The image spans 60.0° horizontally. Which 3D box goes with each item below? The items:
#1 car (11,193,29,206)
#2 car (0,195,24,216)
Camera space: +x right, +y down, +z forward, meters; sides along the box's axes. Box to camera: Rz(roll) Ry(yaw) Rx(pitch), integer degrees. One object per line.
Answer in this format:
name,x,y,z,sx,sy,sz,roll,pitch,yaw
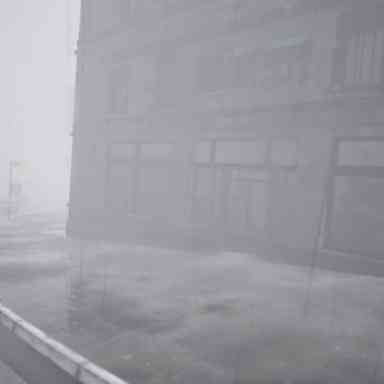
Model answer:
car,-26.718,1.145,50.797,2.150,2.045,5.566,4,0,-9
car,-20.204,1.490,35.675,2.097,1.767,4.553,4,-1,-12
